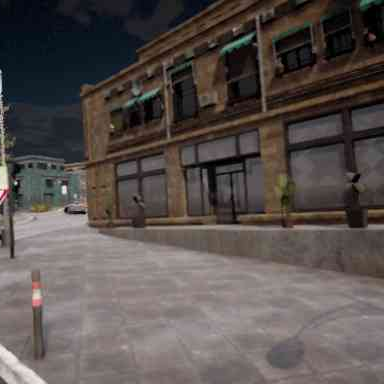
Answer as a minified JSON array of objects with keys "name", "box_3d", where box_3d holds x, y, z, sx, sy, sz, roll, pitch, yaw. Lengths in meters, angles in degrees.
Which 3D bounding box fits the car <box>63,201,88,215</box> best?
[{"name":"car","box_3d":[-15.015,2.164,42.356,1.994,1.385,4.181,-2,-1,-32]}]
